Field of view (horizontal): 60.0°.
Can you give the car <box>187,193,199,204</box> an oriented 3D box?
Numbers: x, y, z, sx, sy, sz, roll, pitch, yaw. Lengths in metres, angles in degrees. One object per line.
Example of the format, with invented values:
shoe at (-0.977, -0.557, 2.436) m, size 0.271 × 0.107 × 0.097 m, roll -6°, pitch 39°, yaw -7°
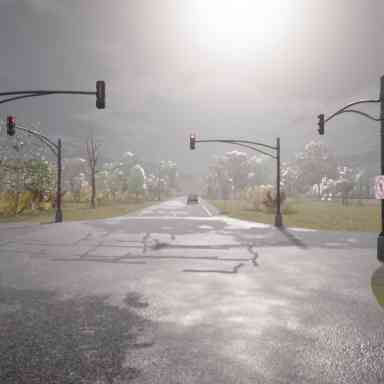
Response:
car at (0.175, 1.293, 67.639) m, size 2.150 × 2.045 × 5.566 m, roll 0°, pitch 0°, yaw 0°
